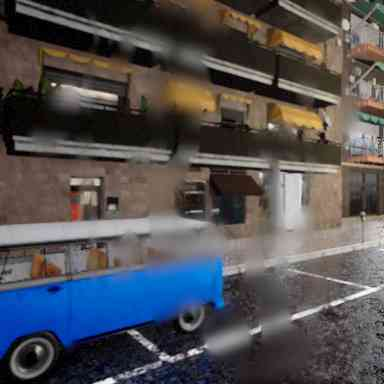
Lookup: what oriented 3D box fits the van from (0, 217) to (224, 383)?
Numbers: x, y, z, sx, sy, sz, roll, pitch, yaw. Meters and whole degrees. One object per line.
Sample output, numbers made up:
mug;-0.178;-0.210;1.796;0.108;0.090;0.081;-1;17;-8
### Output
van;-1.361;1.338;5.118;3.998;1.788;1.690;0;1;-35
